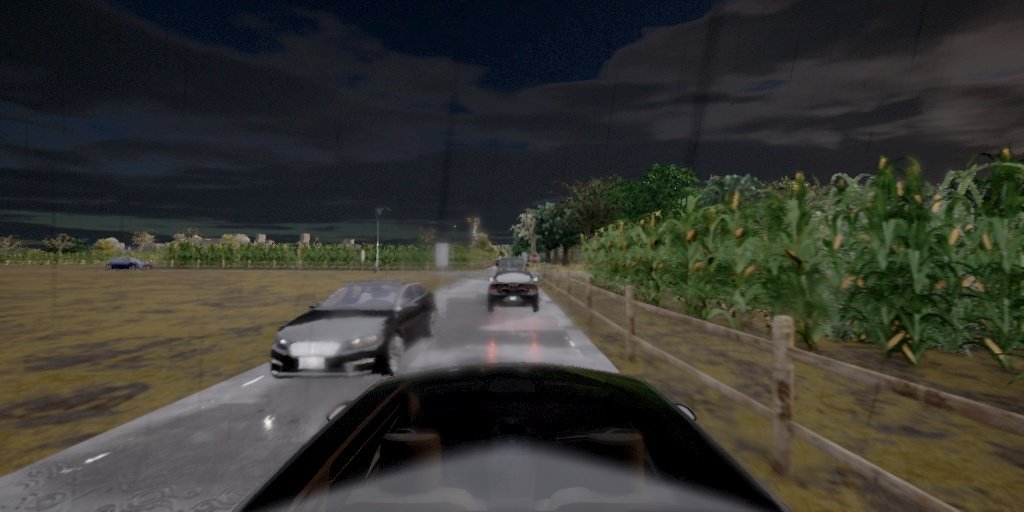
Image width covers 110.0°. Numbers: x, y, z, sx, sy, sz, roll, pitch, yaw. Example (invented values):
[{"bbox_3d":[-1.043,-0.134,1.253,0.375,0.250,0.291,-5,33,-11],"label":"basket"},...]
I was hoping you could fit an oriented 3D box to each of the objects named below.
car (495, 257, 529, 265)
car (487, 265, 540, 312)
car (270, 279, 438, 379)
[{"bbox_3d":[0.016,1.087,25.067,2.150,2.045,5.566,0,0,0],"label":"car"},{"bbox_3d":[0.068,1.290,14.615,1.882,1.535,5.008,0,0,0],"label":"car"},{"bbox_3d":[-2.848,1.270,7.556,2.128,1.511,4.902,0,0,0],"label":"car"}]
